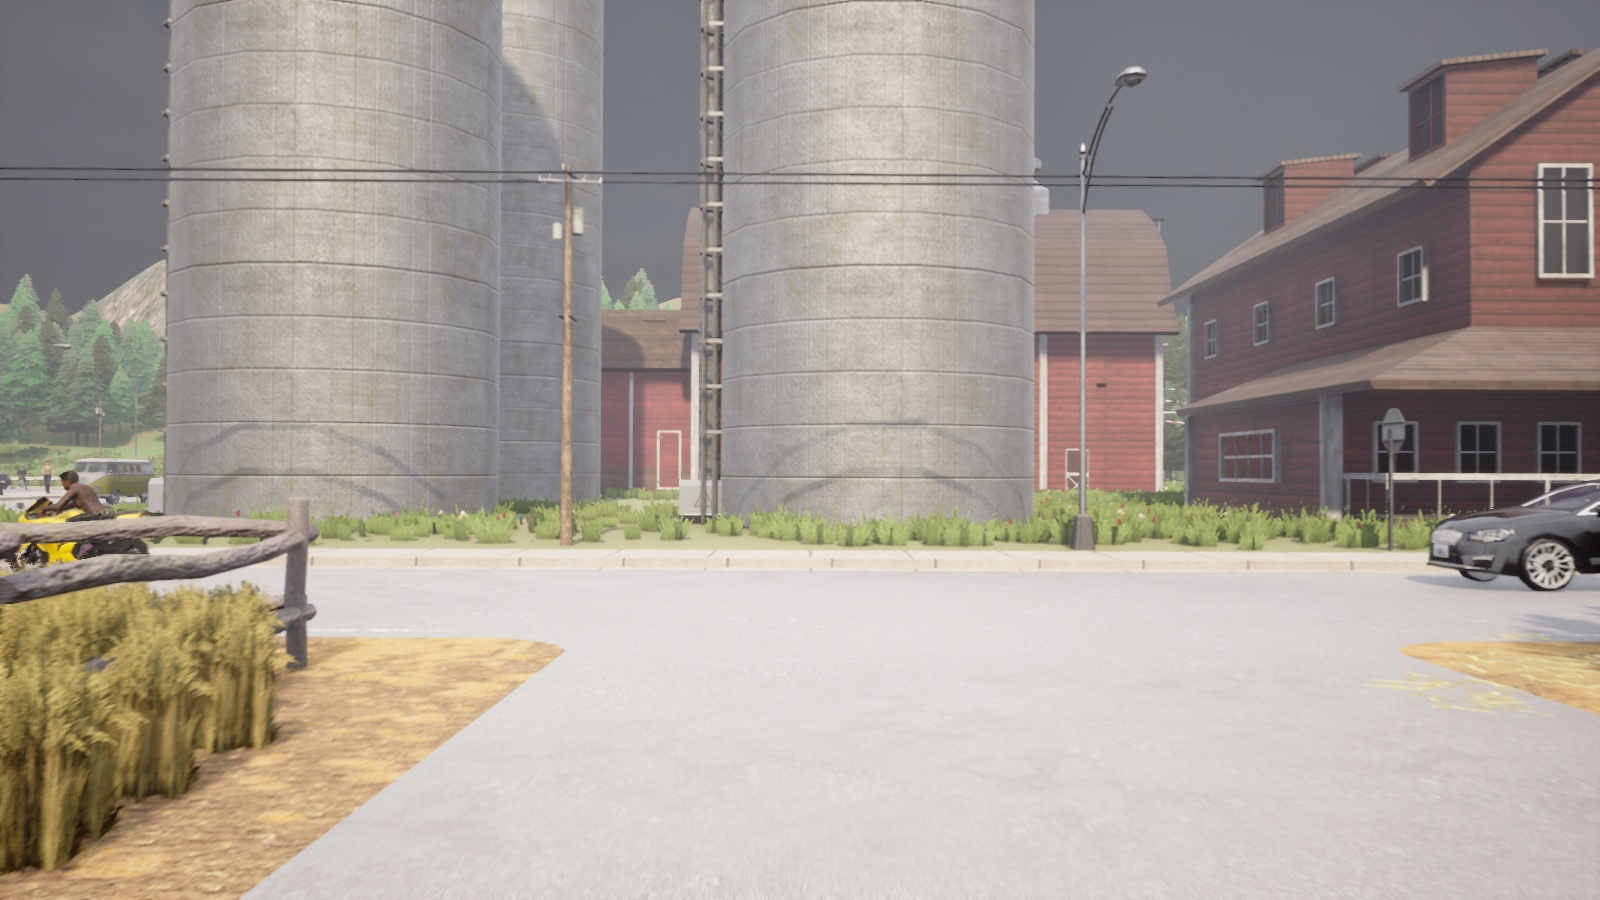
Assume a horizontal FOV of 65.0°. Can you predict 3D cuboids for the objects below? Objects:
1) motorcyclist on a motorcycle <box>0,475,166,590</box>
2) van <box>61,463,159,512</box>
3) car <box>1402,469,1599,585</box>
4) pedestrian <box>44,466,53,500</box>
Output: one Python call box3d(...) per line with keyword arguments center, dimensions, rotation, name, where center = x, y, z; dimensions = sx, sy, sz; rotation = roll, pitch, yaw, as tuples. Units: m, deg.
box3d(center=(-10.030, 1.127, 17.449), dimensions=(2.044, 1.523, 0.797), rotation=(-1, -1, 1), name="motorcyclist on a motorcycle")
box3d(center=(-29.600, 1.588, 54.027), dimensions=(1.775, 1.987, 4.442), rotation=(0, -1, -1), name="van")
box3d(center=(11.347, 1.016, 17.462), dimensions=(4.902, 1.511, 2.128), rotation=(0, -1, 0), name="car")
box3d(center=(-40.886, 1.775, 68.295), dimensions=(0.345, 1.836, 0.594), rotation=(0, -1, -22), name="pedestrian")
